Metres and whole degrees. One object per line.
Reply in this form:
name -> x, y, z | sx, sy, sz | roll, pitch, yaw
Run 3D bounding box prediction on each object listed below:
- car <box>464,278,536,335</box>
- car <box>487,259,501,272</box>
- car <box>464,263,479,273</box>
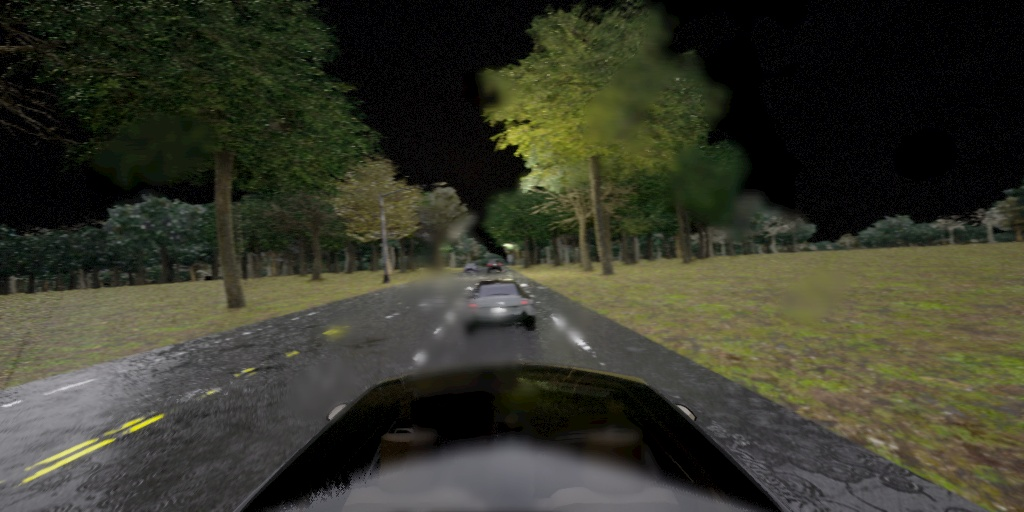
car -> -0.413, 1.398, 11.171 | 1.994, 1.385, 4.181 | -4, 0, -3
car -> -2.901, 1.568, 58.946 | 2.150, 2.045, 5.566 | -4, -1, -3
car -> -7.068, 2.012, 62.346 | 2.097, 1.767, 4.553 | -4, -1, 2
